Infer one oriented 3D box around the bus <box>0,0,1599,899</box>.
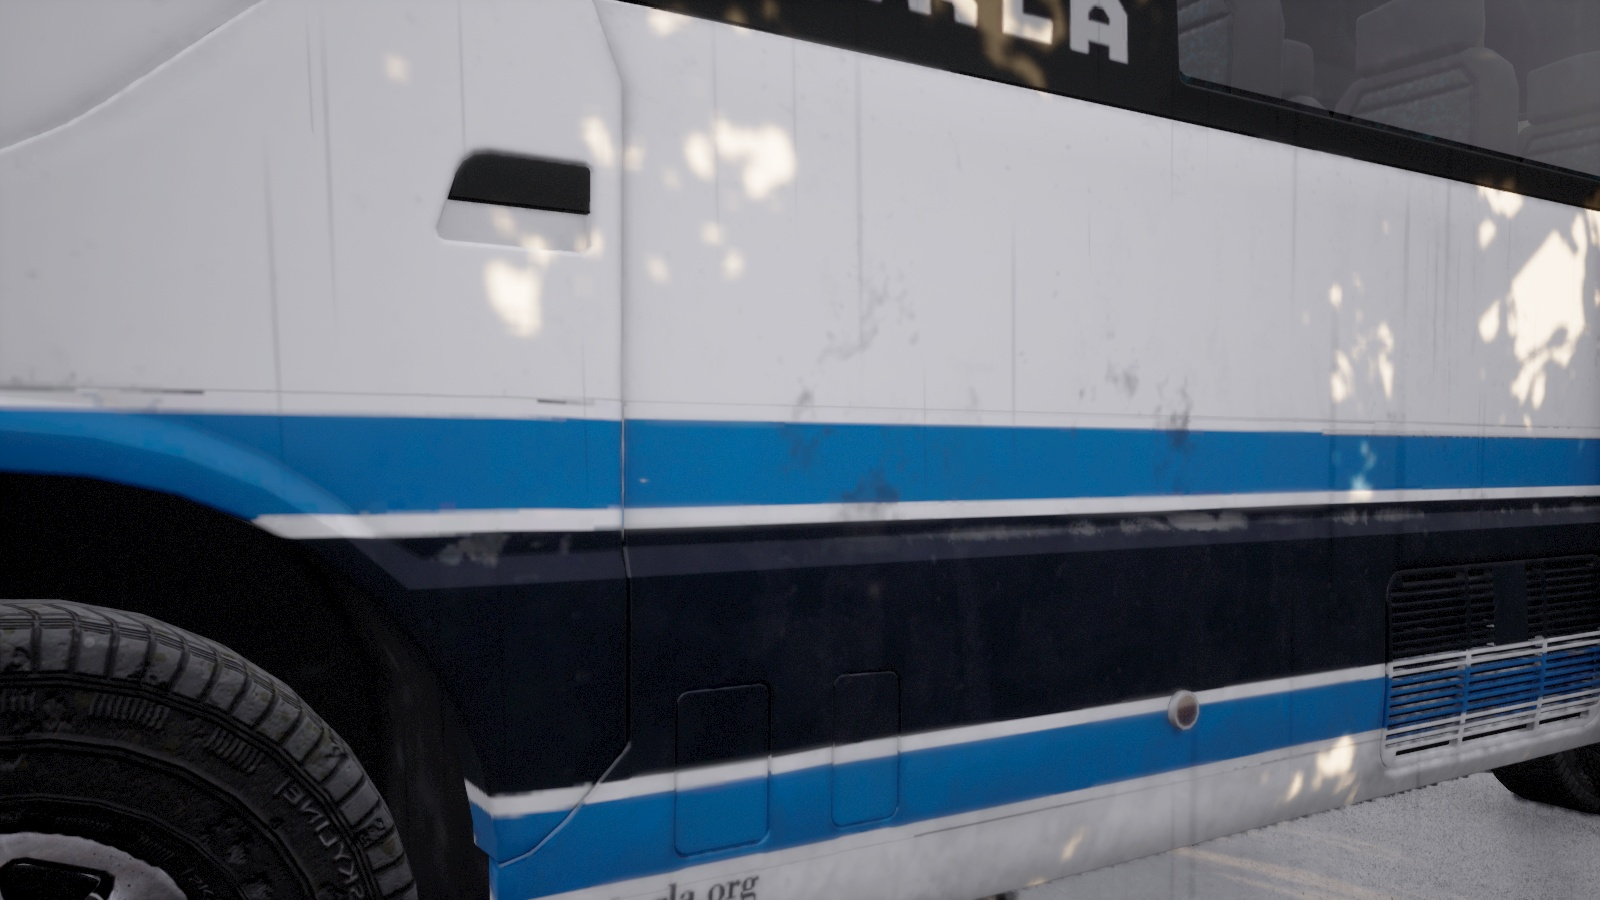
[{"bbox_3d":[0.588,-0.621,4.639,10.273,4.253,3.944,0,0,-33],"label":"bus"}]
